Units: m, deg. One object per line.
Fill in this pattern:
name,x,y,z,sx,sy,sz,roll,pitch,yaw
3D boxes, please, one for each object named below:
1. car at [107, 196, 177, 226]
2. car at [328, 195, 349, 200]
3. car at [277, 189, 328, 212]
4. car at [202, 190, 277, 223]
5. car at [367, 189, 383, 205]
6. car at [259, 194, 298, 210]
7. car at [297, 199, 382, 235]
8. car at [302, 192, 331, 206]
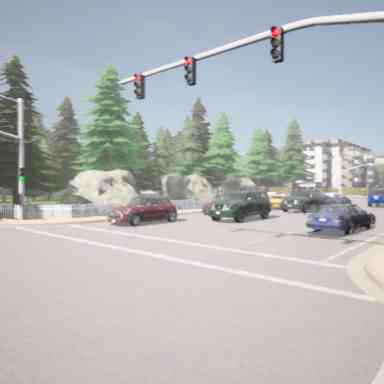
car,-3.057,1.068,20.861,2.097,1.767,4.553,1,1,41
car,16.813,1.026,38.228,1.994,1.385,4.181,1,1,41
car,10.249,0.794,30.742,2.150,2.045,5.566,1,1,41
car,3.422,0.909,22.951,2.150,2.045,5.566,1,1,41
car,21.967,0.685,38.497,2.150,2.045,5.566,1,1,41
car,9.126,0.988,34.776,1.882,1.535,5.008,1,1,41
car,7.853,1.323,17.354,2.033,1.411,5.357,1,1,45
car,16.038,0.872,42.641,1.882,1.535,5.008,1,1,41
